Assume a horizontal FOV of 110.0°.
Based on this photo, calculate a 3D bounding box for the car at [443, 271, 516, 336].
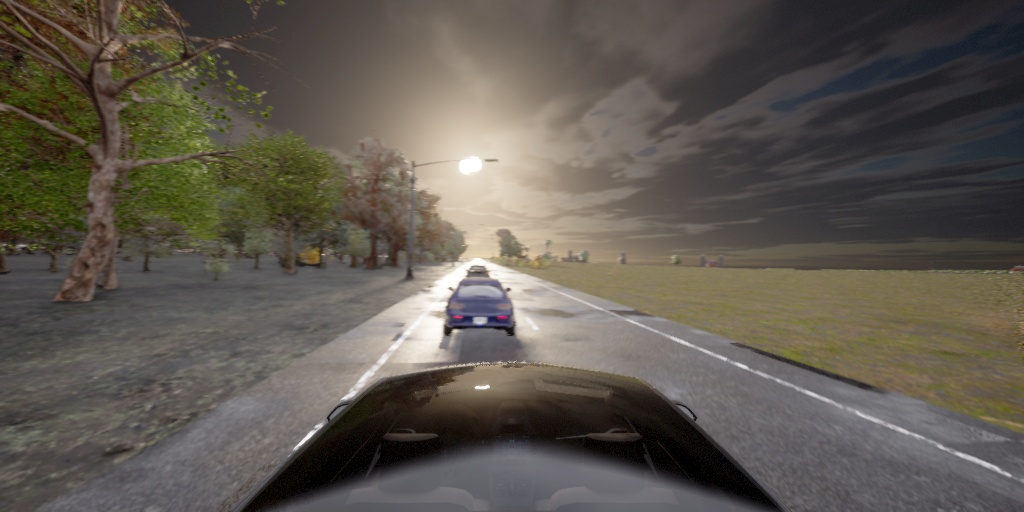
[{"bbox_3d":[-0.957,1.342,10.584,1.812,1.442,4.674,2,-1,-6],"label":"car"}]

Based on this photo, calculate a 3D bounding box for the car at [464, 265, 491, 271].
[{"bbox_3d":[-2.730,1.459,28.442,1.837,1.490,4.892,2,-1,-6],"label":"car"}]
